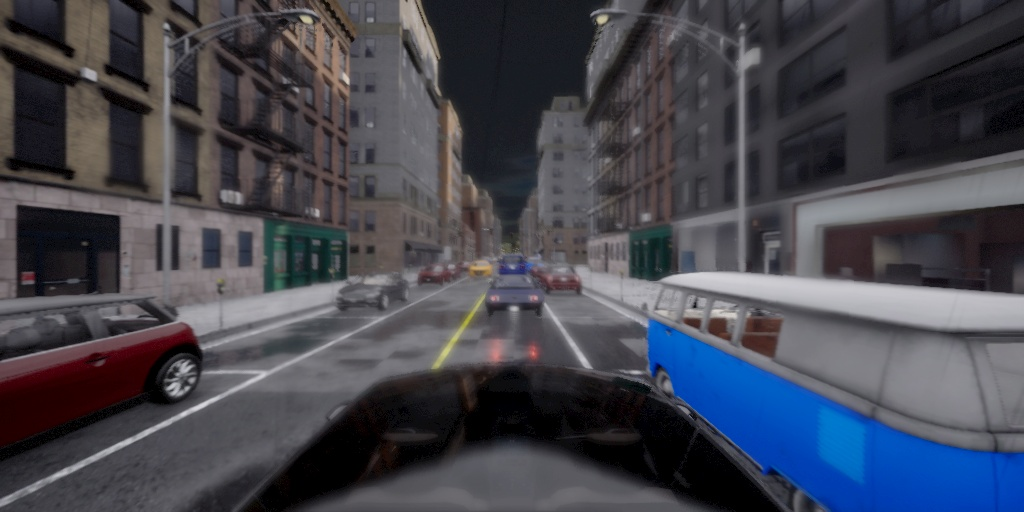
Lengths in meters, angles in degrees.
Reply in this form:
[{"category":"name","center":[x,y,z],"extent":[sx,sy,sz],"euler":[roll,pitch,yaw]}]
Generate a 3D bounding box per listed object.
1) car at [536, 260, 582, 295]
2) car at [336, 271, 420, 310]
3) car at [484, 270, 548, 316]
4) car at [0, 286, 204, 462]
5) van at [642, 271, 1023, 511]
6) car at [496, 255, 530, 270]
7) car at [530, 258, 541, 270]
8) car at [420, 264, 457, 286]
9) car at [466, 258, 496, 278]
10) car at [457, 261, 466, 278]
[{"category":"car","center":[2.629,1.194,19.916],"extent":[1.967,1.591,4.097],"euler":[0,0,0]},{"category":"car","center":[-5.394,1.303,14.401],"extent":[2.007,1.370,4.403],"euler":[0,0,0]},{"category":"car","center":[0.088,1.353,13.366],"extent":[1.895,1.301,4.718],"euler":[0,0,0]},{"category":"car","center":[-5.388,1.190,3.379],"extent":[1.967,1.591,4.097],"euler":[0,0,0]},{"category":"van","center":[2.637,1.091,3.383],"extent":[1.690,1.789,3.998],"euler":[0,0,0]},{"category":"car","center":[0.081,0.978,29.110],"extent":[2.150,2.045,5.566],"euler":[0,0,0]},{"category":"car","center":[2.623,1.197,30.938],"extent":[1.967,1.591,4.097],"euler":[0,0,0]},{"category":"car","center":[-5.399,1.301,25.423],"extent":[1.888,1.381,4.507],"euler":[0,0,0]},{"category":"car","center":[-2.860,1.236,33.955],"extent":[1.882,1.535,5.008],"euler":[0,0,0]},{"category":"car","center":[-5.402,1.339,30.934],"extent":[1.802,1.307,4.207],"euler":[0,0,0]}]
